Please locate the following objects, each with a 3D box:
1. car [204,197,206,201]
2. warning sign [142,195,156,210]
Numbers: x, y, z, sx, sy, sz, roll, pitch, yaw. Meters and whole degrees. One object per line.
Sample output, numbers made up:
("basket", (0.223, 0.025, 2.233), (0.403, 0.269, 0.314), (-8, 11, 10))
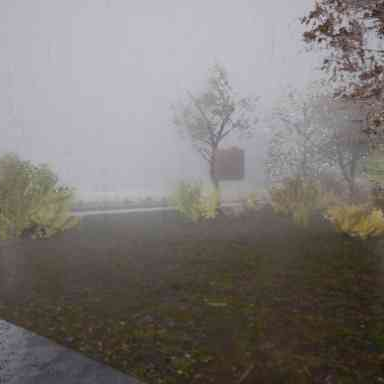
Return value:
("car", (1.597, 1.448, 53.151), (2.097, 1.767, 4.553), (0, 0, 40))
("warning sign", (-5.314, 1.271, 41.164), (1.300, 1.860, 1.060), (-1, 0, 40))
